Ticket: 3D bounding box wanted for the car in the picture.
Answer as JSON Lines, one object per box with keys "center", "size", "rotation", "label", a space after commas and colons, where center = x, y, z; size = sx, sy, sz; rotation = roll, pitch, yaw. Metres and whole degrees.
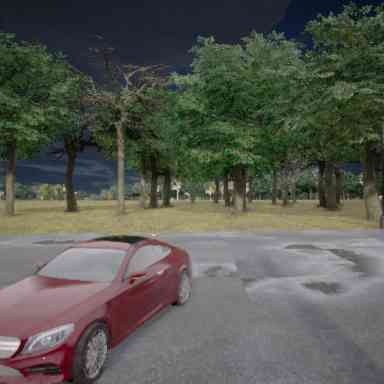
{"center": [-1.438, 1.534, 5.679], "size": [1.812, 1.442, 4.674], "rotation": [-1, 0, 20], "label": "car"}
